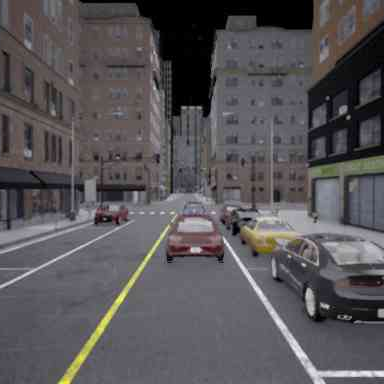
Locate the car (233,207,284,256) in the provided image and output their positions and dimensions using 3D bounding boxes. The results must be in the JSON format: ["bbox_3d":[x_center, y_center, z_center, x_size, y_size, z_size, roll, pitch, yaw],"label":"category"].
[{"bbox_3d":[2.870,1.510,12.826,1.752,1.417,4.829,-1,0,0],"label":"car"}]

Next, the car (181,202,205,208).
[{"bbox_3d":[0.118,1.513,27.040,2.033,1.411,5.357,0,0,-1],"label":"car"}]

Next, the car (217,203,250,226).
[{"bbox_3d":[2.875,1.552,23.828,1.802,1.307,4.206,-1,0,0],"label":"car"}]

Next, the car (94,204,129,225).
[{"bbox_3d":[-5.670,1.515,23.829,1.887,1.381,4.507,-1,0,0],"label":"car"}]

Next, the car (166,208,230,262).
[{"bbox_3d":[0.105,1.512,11.885,1.812,1.442,4.674,0,0,0],"label":"car"}]

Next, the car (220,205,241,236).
[{"bbox_3d":[2.873,1.544,18.242,1.947,1.339,4.313,-1,0,0],"label":"car"}]

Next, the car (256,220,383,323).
[{"bbox_3d":[2.867,1.543,7.070,2.008,1.369,4.403,-1,0,0],"label":"car"}]
